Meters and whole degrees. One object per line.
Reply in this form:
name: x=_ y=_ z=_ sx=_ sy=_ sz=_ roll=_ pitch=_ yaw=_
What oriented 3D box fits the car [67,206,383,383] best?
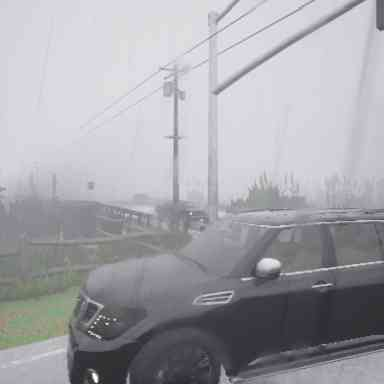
car: x=1.206 y=1.276 z=4.718 sx=5.566 sy=2.045 sz=2.150 roll=0 pitch=-1 yaw=-19

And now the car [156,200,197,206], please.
car: x=-0.573 y=1.245 z=21.586 sx=1.895 sy=1.301 sz=4.718 roll=0 pitch=3 yaw=-32
